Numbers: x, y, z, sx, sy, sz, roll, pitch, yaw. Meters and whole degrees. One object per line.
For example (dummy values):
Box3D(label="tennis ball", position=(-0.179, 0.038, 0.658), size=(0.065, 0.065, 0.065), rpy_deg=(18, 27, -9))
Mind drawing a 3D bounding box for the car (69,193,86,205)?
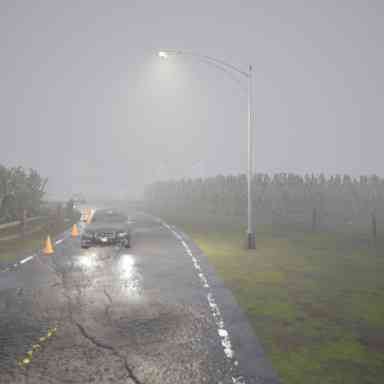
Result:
Box3D(label="car", position=(-20.445, 1.158, 59.000), size=(2.150, 2.045, 5.566), rpy_deg=(0, 0, -26))

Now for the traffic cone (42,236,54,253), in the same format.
Box3D(label="traffic cone", position=(-5.352, 1.946, 12.393), size=(0.340, 0.580, 0.340), rpy_deg=(0, 0, -7))

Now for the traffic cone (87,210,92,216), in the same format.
Box3D(label="traffic cone", position=(-8.192, 1.940, 26.740), size=(0.340, 0.580, 0.340), rpy_deg=(0, 0, -15))

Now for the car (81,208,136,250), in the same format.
Box3D(label="car", position=(-3.531, 1.497, 14.473), size=(1.837, 1.490, 4.892), rpy_deg=(0, 0, -9))

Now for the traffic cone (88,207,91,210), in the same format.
Box3D(label="traffic cone", position=(-9.601, 1.936, 31.410), size=(0.340, 0.580, 0.340), rpy_deg=(0, 0, -18))

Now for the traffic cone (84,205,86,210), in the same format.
Box3D(label="traffic cone", position=(-11.237, 1.932, 36.007), size=(0.340, 0.580, 0.340), rpy_deg=(0, 0, -21))
